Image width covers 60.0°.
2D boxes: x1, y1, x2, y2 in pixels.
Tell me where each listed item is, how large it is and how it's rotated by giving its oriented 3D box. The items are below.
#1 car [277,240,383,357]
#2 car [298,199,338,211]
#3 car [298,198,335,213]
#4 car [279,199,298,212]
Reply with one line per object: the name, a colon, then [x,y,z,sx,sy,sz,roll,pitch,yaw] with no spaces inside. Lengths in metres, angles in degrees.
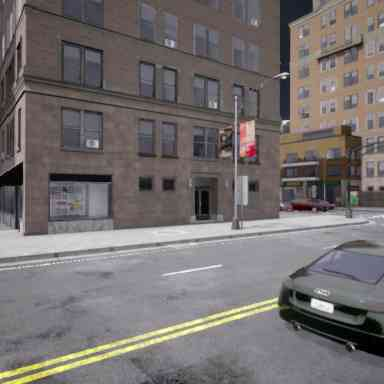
car: [3.432,1.563,5.852,4.181,1.385,1.994,0,0,-37]
car: [15.806,1.576,41.900,1.947,1.339,4.313,0,0,-35]
car: [12.699,1.468,36.772,1.882,1.535,5.008,0,0,-35]
car: [9.238,1.420,37.291,1.967,1.590,4.097,0,0,-35]
